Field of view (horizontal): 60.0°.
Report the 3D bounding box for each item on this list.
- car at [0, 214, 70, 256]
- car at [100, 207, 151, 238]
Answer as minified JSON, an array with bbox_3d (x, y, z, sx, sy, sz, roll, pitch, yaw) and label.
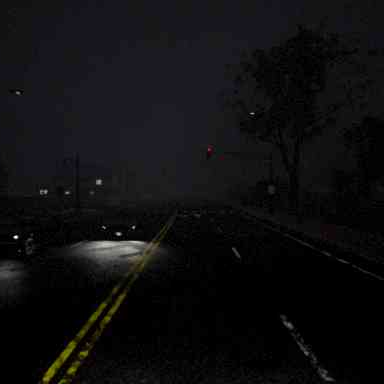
[{"bbox_3d":[-6.595,1.588,13.241,1.895,1.301,4.718,0,0,0],"label":"car"},{"bbox_3d":[-3.341,1.529,17.795,2.033,1.411,5.357,0,0,0],"label":"car"}]
